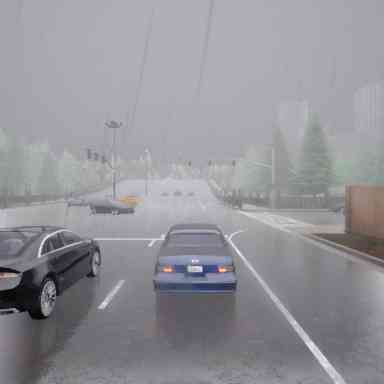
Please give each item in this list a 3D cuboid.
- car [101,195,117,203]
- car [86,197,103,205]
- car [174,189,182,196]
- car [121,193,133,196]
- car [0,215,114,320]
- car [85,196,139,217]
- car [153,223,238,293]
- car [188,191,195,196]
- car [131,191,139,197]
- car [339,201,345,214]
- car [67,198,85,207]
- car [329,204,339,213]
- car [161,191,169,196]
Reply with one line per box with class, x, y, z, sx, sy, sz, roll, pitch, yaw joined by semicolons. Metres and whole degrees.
car;-17.615;1.424;70.511;2.128;1.511;4.902;0;1;0
car;-17.626;1.563;60.336;1.994;1.385;4.181;0;0;0
car;-3.735;0.063;89.512;2.097;1.767;4.553;0;7;0
car;-14.100;1.433;68.189;1.882;1.535;5.008;0;1;0
car;-3.437;1.492;7.308;2.128;1.511;4.902;0;0;0
car;-7.751;1.477;31.993;5.008;1.535;1.882;0;1;37
car;0.071;1.547;8.982;2.033;1.411;5.357;0;0;0
car;-0.235;0.302;89.536;1.895;1.301;4.718;0;7;0
car;-14.183;0.699;81.231;2.097;1.767;4.553;0;3;0
car;16.551;1.564;31.220;4.181;1.385;1.994;0;0;0
car;-17.637;1.601;51.371;1.895;1.301;4.718;0;0;0
car;16.845;1.505;34.721;4.892;1.490;1.837;0;0;0
car;-7.235;0.297;89.546;1.895;1.301;4.718;0;7;0
